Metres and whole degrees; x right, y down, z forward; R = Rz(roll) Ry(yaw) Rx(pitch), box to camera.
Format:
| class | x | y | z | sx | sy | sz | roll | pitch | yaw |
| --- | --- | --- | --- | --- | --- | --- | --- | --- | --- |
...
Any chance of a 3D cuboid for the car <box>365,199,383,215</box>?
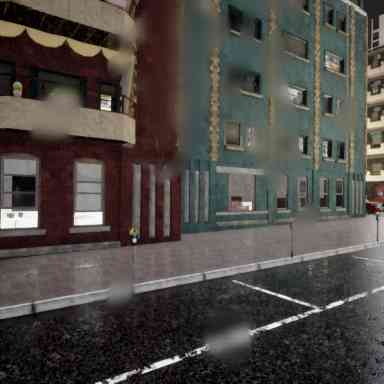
| class | x | y | z | sx | sy | sz | roll | pitch | yaw |
| --- | --- | --- | --- | --- | --- | --- | --- | --- | --- |
| car | 15.690 | 1.240 | 32.190 | 2.192 | 1.841 | 5.009 | 1 | 0 | -36 |
